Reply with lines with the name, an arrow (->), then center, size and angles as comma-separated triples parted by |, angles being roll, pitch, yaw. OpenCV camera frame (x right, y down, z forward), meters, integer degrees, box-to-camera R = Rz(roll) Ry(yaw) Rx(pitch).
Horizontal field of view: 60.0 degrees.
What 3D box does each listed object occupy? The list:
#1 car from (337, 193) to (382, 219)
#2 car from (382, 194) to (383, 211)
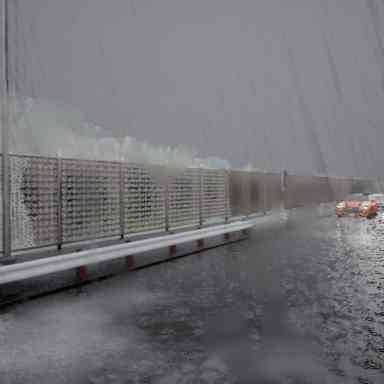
car -> 11.973, 0.902, 23.945 | 2.097, 1.767, 4.553 | 1, 1, 36
car -> 17.641, 0.934, 31.685 | 1.812, 1.442, 4.674 | 1, 1, 36
